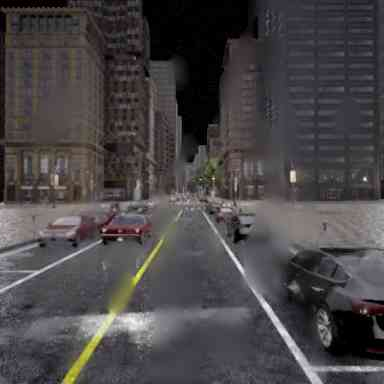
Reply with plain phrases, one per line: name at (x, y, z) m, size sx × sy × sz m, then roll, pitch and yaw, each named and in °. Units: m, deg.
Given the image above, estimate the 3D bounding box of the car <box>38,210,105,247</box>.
car at (-5.754, 1.751, 15.898) m, size 1.802 × 1.307 × 4.206 m, roll 0°, pitch -1°, yaw 0°

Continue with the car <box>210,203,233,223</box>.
car at (2.778, 1.865, 27.651) m, size 1.802 × 1.307 × 4.206 m, roll 0°, pitch 0°, yaw 0°

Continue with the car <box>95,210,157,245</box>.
car at (-3.092, 1.777, 16.605) m, size 1.895 × 1.301 × 4.718 m, roll 0°, pitch -1°, yaw 0°

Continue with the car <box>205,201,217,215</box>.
car at (2.784, 1.941, 38.453) m, size 1.947 × 1.339 × 4.313 m, roll 0°, pitch 0°, yaw 0°

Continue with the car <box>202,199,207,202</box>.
car at (2.788, 1.996, 45.818) m, size 1.947 × 1.339 × 4.313 m, roll 0°, pitch 0°, yaw 0°

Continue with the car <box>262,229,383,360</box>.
car at (2.766, 1.631, 6.054) m, size 1.947 × 1.339 × 4.313 m, roll 0°, pitch -1°, yaw 0°

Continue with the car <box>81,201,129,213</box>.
car at (-5.751, 1.538, 21.201) m, size 2.192 × 1.841 × 5.009 m, roll 0°, pitch -1°, yaw 0°

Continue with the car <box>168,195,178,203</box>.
car at (-5.458, 2.221, 89.194) m, size 1.887 × 1.381 × 4.507 m, roll 0°, pitch 0°, yaw 0°

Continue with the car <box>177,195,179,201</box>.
car at (-5.420, 2.252, 94.734) m, size 2.008 × 1.369 × 4.403 m, roll 0°, pitch 0°, yaw 0°

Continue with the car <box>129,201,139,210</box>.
car at (-5.748, 1.713, 26.501) m, size 1.967 × 1.590 × 4.097 m, roll 0°, pitch -1°, yaw 0°

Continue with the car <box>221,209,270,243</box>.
car at (2.772, 1.744, 16.853) m, size 1.947 × 1.339 × 4.313 m, roll 0°, pitch -1°, yaw 0°

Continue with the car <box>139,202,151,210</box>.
car at (-7.479, 1.775, 39.906) m, size 4.403 × 1.369 × 2.008 m, roll -1°, pitch 0°, yaw -9°

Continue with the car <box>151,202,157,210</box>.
car at (-5.738, 2.013, 45.828) m, size 1.802 × 1.307 × 4.206 m, roll 0°, pitch 0°, yaw 0°

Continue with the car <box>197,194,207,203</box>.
car at (3.068, 1.990, 89.139) m, size 2.192 × 1.841 × 5.009 m, roll 0°, pitch 0°, yaw 0°
